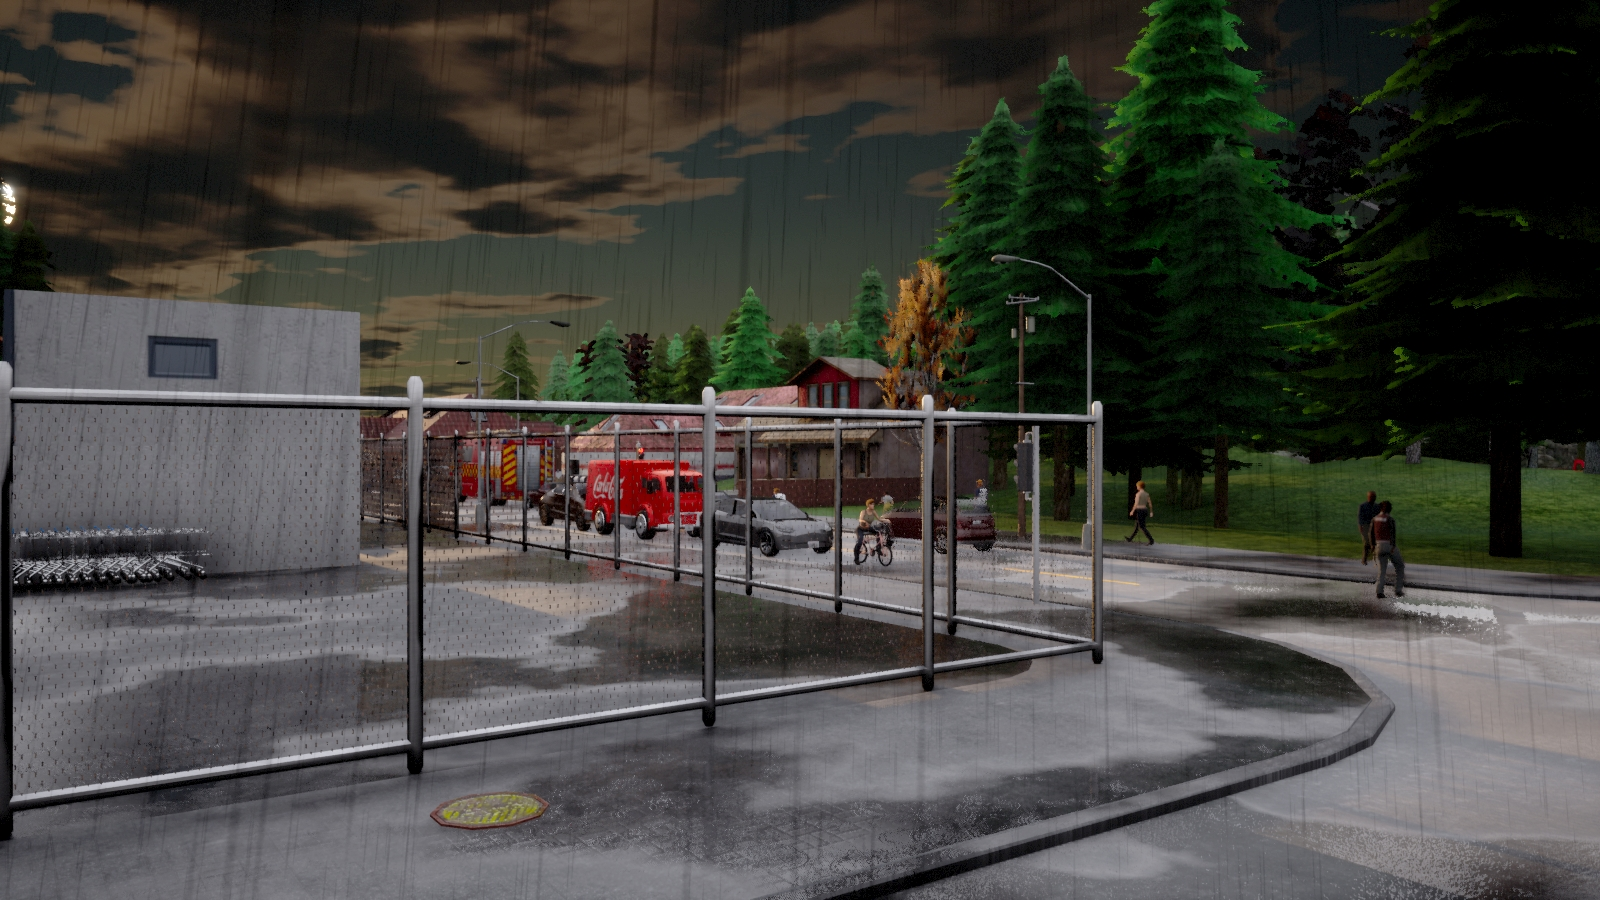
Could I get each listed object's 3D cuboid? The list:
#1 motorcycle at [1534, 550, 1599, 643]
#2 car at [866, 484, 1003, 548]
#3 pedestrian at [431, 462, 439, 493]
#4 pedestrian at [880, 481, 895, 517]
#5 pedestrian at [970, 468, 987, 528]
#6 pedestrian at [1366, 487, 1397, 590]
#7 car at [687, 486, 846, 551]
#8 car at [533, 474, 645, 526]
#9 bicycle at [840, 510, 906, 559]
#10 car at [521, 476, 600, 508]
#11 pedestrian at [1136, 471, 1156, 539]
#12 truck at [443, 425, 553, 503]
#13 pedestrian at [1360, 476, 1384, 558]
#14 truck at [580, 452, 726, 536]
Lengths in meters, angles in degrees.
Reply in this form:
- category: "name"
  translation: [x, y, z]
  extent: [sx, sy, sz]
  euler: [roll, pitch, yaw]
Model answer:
- category: "motorcycle"
  translation: [11.116, 1.990, 15.344]
  extent: [2.033, 1.145, 0.803]
  euler: [0, 0, 25]
- category: "car"
  translation: [3.707, 1.802, 31.978]
  extent: [1.789, 1.549, 3.705]
  euler: [0, 0, -35]
- category: "pedestrian"
  translation: [-21.565, 1.625, 67.496]
  extent: [0.375, 1.860, 0.375]
  euler: [0, 0, -13]
- category: "pedestrian"
  translation: [3.211, 1.801, 41.930]
  extent: [0.375, 1.300, 0.375]
  euler: [0, 0, -29]
- category: "pedestrian"
  translation: [5.669, 1.520, 36.299]
  extent: [0.375, 1.860, 0.375]
  euler: [0, 0, -22]
- category: "pedestrian"
  translation: [10.756, 1.625, 21.118]
  extent: [0.375, 1.860, 0.375]
  euler: [0, 0, -33]
- category: "car"
  translation: [-1.029, 1.840, 31.812]
  extent: [2.163, 1.488, 4.792]
  euler: [0, 0, -35]
- category: "car"
  translation: [-7.756, 1.772, 41.538]
  extent: [2.152, 1.651, 5.027]
  euler: [0, 0, -34]
- category: "bicycle"
  translation: [1.773, 2.033, 27.810]
  extent: [0.859, 1.080, 1.487]
  euler: [0, 0, -35]
- category: "car"
  translation: [-11.268, 1.931, 53.453]
  extent: [1.895, 1.301, 4.718]
  euler: [0, 0, -35]
- category: "pedestrian"
  translation: [9.600, 1.522, 31.734]
  extent: [0.375, 1.860, 0.375]
  euler: [0, 0, -33]
- category: "truck"
  translation: [-16.070, 0.667, 60.303]
  extent: [2.891, 3.827, 8.468]
  euler: [0, 0, -35]
- category: "pedestrian"
  translation: [13.058, 1.520, 26.086]
  extent: [0.375, 1.860, 0.375]
  euler: [0, 0, 8]
- category: "truck"
  translation: [-4.910, 1.336, 37.383]
  extent: [2.627, 2.467, 5.204]
  euler: [0, 0, -35]
